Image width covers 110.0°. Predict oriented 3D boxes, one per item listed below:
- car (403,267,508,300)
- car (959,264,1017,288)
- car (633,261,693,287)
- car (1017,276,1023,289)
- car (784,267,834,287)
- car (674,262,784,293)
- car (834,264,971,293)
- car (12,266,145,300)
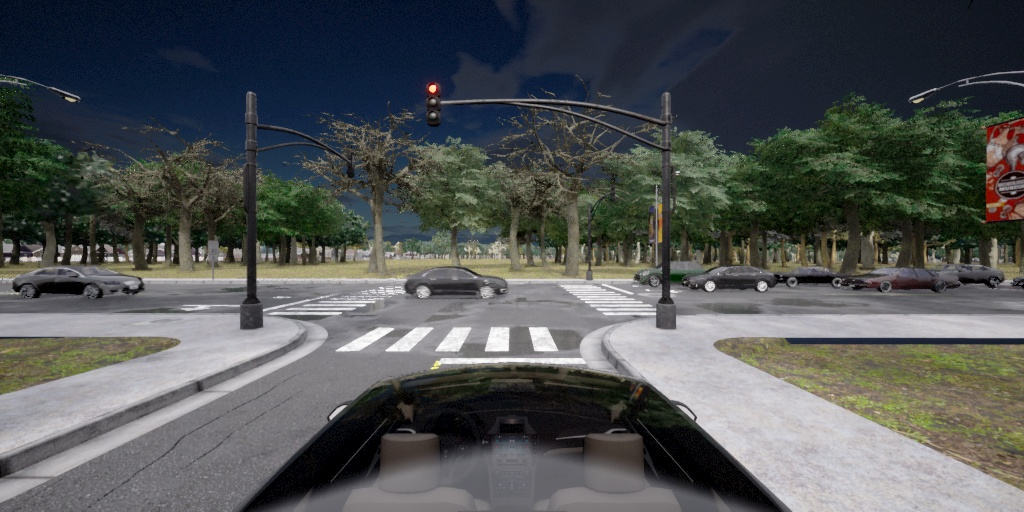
[{"bbox_3d":[-2.631,1.256,17.099,4.892,1.490,1.837,-1,0,0],"label":"car"},{"bbox_3d":[29.402,1.278,23.803,4.902,1.511,2.128,0,0,0],"label":"car"},{"bbox_3d":[10.482,1.109,23.801,4.553,1.767,2.097,0,0,0],"label":"car"},{"bbox_3d":[32.406,1.343,20.548,5.357,1.411,2.033,0,0,0],"label":"car"},{"bbox_3d":[19.466,1.371,23.806,4.718,1.301,1.895,0,0,0],"label":"car"},{"bbox_3d":[12.329,1.269,20.553,4.892,1.490,1.837,0,0,0],"label":"car"},{"bbox_3d":[22.190,1.326,20.554,5.357,1.411,2.033,0,0,0],"label":"car"},{"bbox_3d":[-20.487,1.221,17.093,4.902,1.511,2.128,0,0,0],"label":"car"}]
